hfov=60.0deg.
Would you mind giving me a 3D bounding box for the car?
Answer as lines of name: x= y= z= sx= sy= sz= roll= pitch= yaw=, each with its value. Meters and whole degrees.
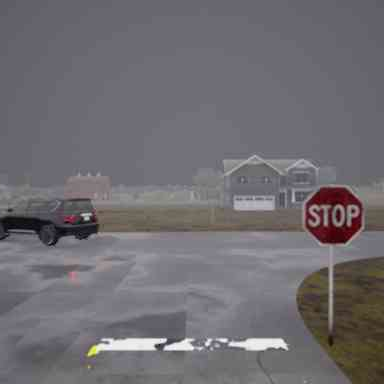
car: x=-6.962 y=1.248 z=15.526 sx=5.566 sy=2.045 sz=2.150 roll=0 pitch=0 yaw=26
